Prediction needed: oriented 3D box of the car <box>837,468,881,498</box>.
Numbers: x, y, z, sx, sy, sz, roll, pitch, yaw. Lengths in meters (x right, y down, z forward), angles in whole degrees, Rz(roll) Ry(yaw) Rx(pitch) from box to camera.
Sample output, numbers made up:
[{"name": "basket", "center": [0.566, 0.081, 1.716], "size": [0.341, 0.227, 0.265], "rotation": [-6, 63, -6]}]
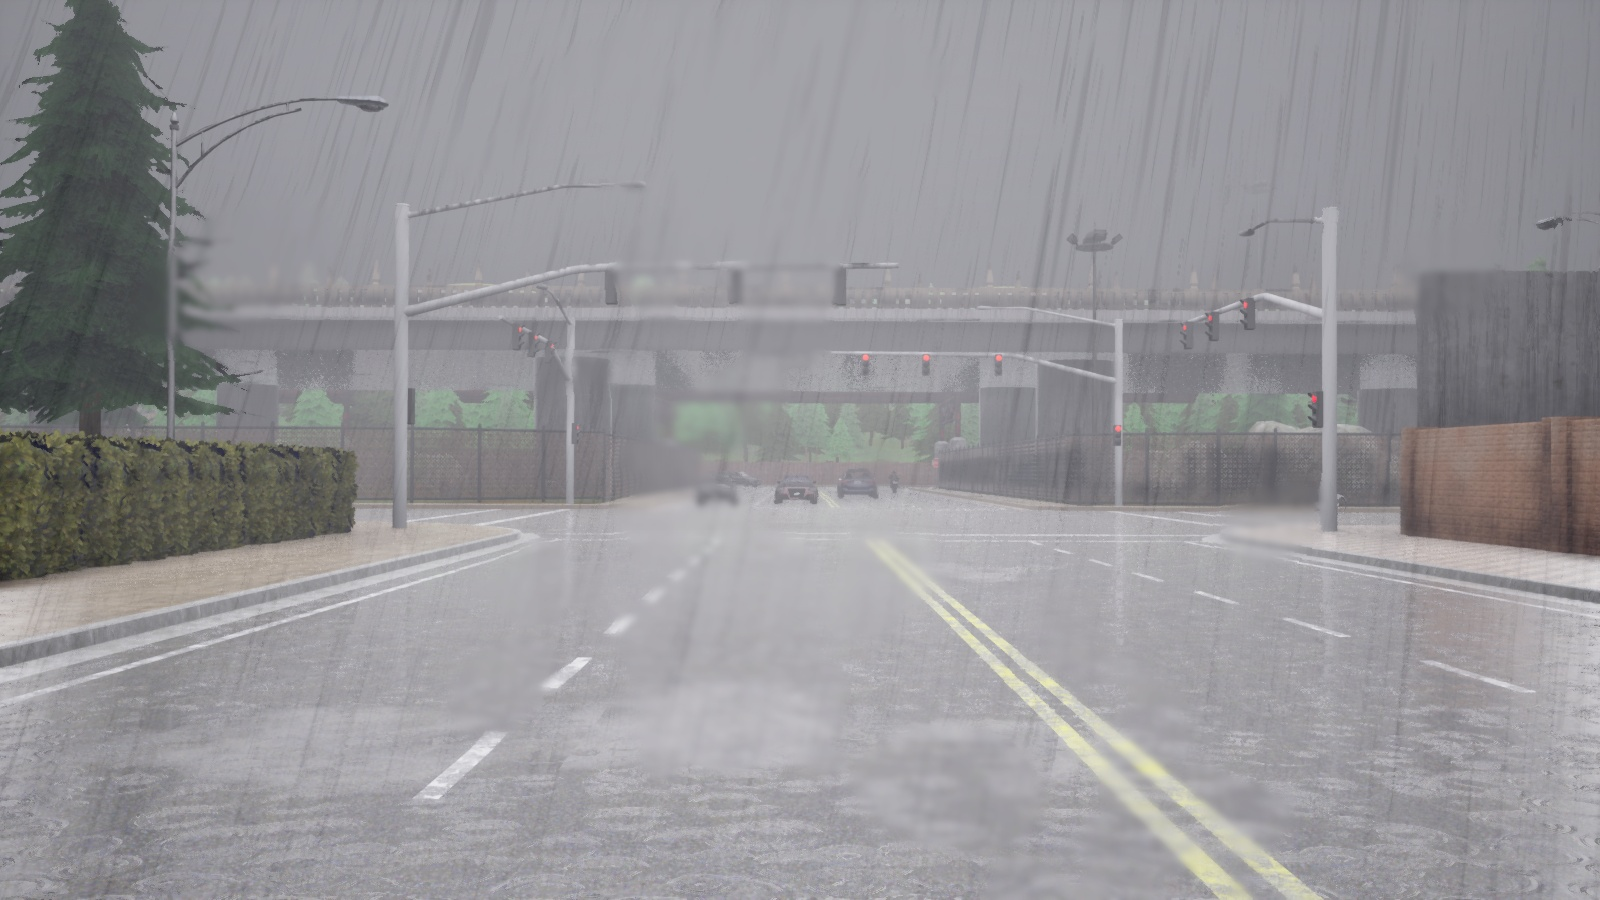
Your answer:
[{"name": "car", "center": [3.321, 1.843, 71.493], "size": [2.242, 1.667, 4.611], "rotation": [0, -1, 0]}]

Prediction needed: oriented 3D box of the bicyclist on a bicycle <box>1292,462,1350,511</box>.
[{"name": "bicyclist on a bicycle", "center": [18.956, 1.319, 45.688], "size": [1.843, 1.776, 0.659], "rotation": [0, -1, 0]}]

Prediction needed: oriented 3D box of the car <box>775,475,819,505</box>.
[{"name": "car", "center": [-0.147, 1.882, 59.874], "size": [1.994, 1.385, 4.181], "rotation": [0, -1, 0]}]

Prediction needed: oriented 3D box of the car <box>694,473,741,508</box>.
[{"name": "car", "center": [-3.641, 1.784, 56.164], "size": [1.816, 1.474, 4.193], "rotation": [0, -1, 0]}]
